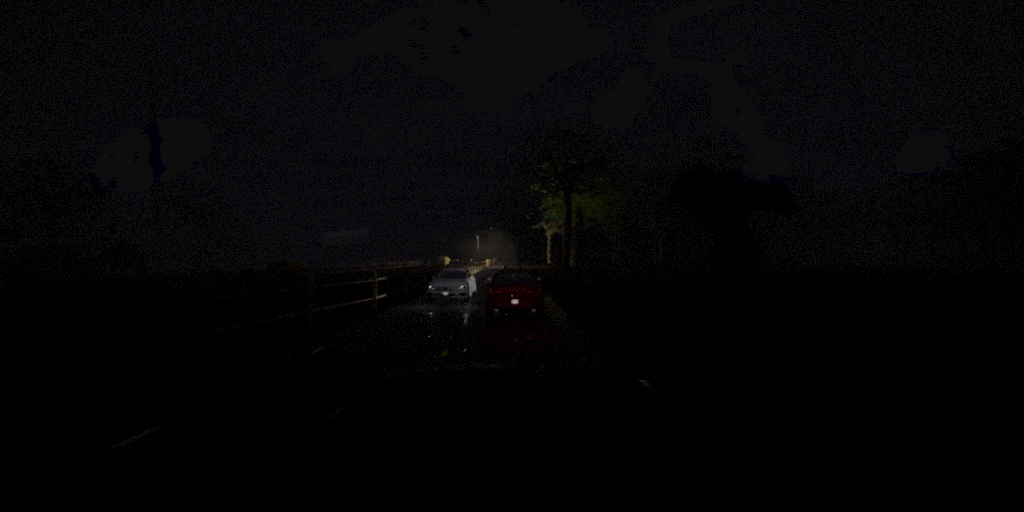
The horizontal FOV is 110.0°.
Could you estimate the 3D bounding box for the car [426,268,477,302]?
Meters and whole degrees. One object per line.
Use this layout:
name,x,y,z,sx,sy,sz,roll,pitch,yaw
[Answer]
car,-2.750,1.292,17.166,1.812,1.442,4.674,0,0,0

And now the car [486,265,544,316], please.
car,0.094,1.230,13.410,1.882,1.535,5.008,0,0,0

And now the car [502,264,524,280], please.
car,0.102,1.447,33.090,1.895,1.301,4.718,0,0,0
